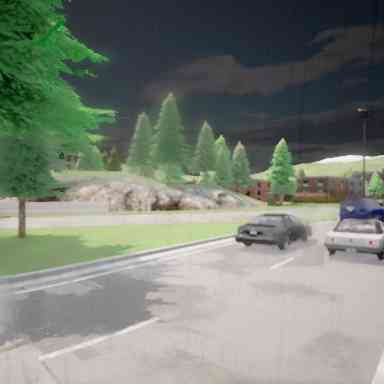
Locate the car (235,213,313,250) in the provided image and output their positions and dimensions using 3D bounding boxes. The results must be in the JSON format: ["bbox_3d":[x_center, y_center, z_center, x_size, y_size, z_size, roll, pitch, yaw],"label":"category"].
[{"bbox_3d":[3.913,1.694,15.271,2.033,1.411,5.357,0,-1,36],"label":"car"}]

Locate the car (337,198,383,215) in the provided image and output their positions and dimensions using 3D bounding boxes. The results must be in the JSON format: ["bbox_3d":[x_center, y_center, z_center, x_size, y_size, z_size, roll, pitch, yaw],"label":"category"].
[{"bbox_3d":[14.230,1.524,27.563,5.566,2.045,2.150,1,-1,-43],"label":"car"}]

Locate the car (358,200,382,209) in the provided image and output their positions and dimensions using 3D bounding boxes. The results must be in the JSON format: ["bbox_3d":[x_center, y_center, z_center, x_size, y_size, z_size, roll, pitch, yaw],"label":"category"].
[{"bbox_3d":[31.092,2.146,57.929,4.902,1.511,2.128,1,-1,-41],"label":"car"}]

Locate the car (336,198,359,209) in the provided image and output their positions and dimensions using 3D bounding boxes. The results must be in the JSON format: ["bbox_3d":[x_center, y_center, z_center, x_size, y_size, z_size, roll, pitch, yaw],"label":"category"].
[{"bbox_3d":[28.061,2.003,59.920,4.553,1.767,2.097,1,-1,-41],"label":"car"}]

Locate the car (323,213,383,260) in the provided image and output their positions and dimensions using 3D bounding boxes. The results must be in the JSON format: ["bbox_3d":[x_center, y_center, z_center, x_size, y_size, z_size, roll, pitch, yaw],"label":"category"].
[{"bbox_3d":[6.823,1.749,13.319,1.895,1.301,4.718,0,-1,36],"label":"car"}]
